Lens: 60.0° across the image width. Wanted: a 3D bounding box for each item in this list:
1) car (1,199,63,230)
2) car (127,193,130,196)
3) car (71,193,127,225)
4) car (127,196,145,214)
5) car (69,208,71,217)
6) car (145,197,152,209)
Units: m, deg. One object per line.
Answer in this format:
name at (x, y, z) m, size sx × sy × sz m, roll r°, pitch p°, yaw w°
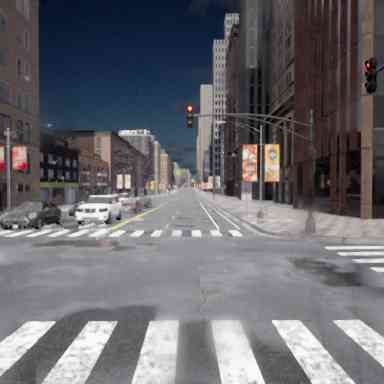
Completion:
car at (-9.844, 1.342, 20.775) m, size 2.097 × 1.767 × 4.553 m, roll 0°, pitch 0°, yaw 0°
car at (-9.832, 1.203, 45.937) m, size 2.150 × 2.045 × 5.566 m, roll 0°, pitch 0°, yaw 0°
car at (-6.584, 1.215, 24.234) m, size 2.150 × 2.045 × 5.566 m, roll 0°, pitch 0°, yaw 0°
car at (-6.591, 1.511, 35.946) m, size 1.812 × 1.442 × 4.674 m, roll 0°, pitch 0°, yaw 0°
car at (-9.839, 1.552, 30.853) m, size 1.994 × 1.385 × 4.181 m, roll 0°, pitch 0°, yaw 1°
car at (-6.580, 1.482, 45.863) m, size 1.837 × 1.490 × 4.892 m, roll 0°, pitch 1°, yaw 0°
